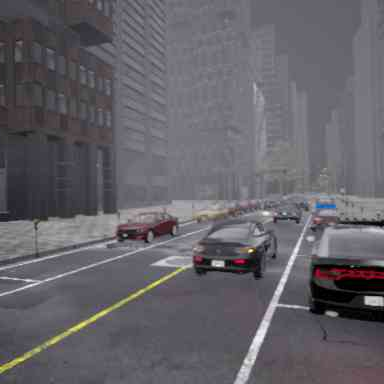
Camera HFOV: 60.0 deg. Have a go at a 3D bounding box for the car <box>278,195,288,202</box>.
[{"bbox_3d":[21.467,1.568,78.154,1.752,1.417,4.829,-1,0,21],"label":"car"}]

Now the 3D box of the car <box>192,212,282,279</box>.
[{"bbox_3d":[1.456,1.557,10.156,1.812,1.442,4.674,-1,0,21],"label":"car"}]

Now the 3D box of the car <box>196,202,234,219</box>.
[{"bbox_3d":[1.741,1.653,27.168,1.752,1.417,4.829,-1,0,21],"label":"car"}]

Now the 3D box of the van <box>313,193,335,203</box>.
[{"bbox_3d":[11.758,1.272,29.381,1.690,1.788,3.998,-1,0,21],"label":"van"}]

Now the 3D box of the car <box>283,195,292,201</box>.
[{"bbox_3d":[25.351,1.576,88.178,1.887,1.381,4.507,-1,0,21],"label":"car"}]

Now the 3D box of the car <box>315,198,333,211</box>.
[{"bbox_3d":[15.749,1.455,39.685,1.887,1.381,4.507,-1,0,21],"label":"car"}]

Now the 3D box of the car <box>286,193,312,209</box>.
[{"bbox_3d":[12.912,1.324,40.062,2.097,1.767,4.553,-1,0,21],"label":"car"}]

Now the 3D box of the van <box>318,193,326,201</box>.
[{"bbox_3d":[31.427,1.191,80.271,1.690,1.788,3.998,-1,0,21],"label":"van"}]

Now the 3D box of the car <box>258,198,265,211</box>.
[{"bbox_3d":[7.779,1.641,42.787,1.887,1.381,4.507,-1,0,21],"label":"car"}]

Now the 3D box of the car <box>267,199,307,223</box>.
[{"bbox_3d":[7.277,1.546,25.206,2.033,1.411,5.357,-1,0,21],"label":"car"}]

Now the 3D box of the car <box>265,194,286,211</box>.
[{"bbox_3d":[10.511,1.259,42.283,2.150,2.045,5.566,-1,-1,22],"label":"car"}]

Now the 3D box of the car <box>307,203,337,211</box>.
[{"bbox_3d":[7.775,1.534,19.074,1.802,1.307,4.206,-1,0,21],"label":"car"}]

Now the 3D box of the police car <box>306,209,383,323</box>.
[{"bbox_3d":[3.606,1.394,7.308,1.930,1.638,5.238,-1,0,21],"label":"police car"}]

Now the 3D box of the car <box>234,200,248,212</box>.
[{"bbox_3d":[3.795,1.662,32.480,1.887,1.381,4.507,-1,0,21],"label":"car"}]

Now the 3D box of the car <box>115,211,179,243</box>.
[{"bbox_3d":[-2.181,1.694,17.018,1.887,1.381,4.507,-1,0,21],"label":"car"}]

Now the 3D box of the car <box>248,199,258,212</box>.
[{"bbox_3d":[5.787,1.651,37.634,1.887,1.381,4.507,-1,0,21],"label":"car"}]
